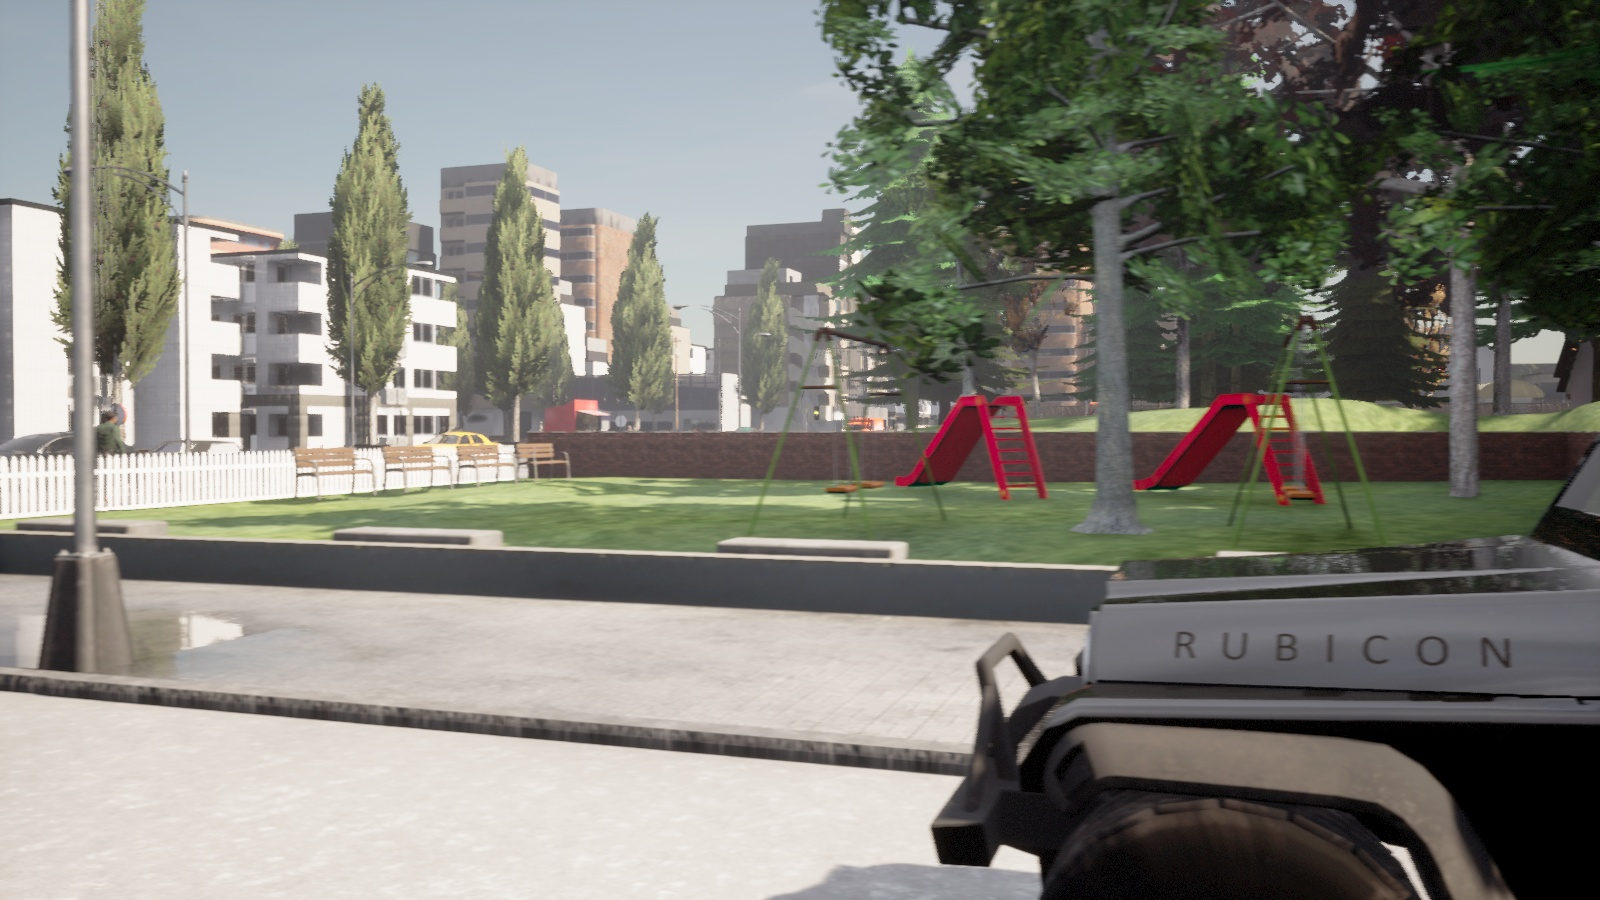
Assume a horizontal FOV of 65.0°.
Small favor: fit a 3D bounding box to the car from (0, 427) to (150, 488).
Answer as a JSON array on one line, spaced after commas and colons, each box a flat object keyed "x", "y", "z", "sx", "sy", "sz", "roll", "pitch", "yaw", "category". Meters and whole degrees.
[{"x": -19.738, "y": 0.142, "z": 32.939, "sx": 1.837, "sy": 1.490, "sz": 4.892, "roll": 1, "pitch": 1, "yaw": 18, "category": "car"}]

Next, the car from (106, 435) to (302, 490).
[{"x": -15.504, "y": 0.265, "z": 32.986, "sx": 1.895, "sy": 1.301, "sz": 4.718, "roll": 1, "pitch": 1, "yaw": 19, "category": "car"}]

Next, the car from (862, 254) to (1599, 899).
[{"x": 2.270, "y": 0.586, "z": 2.953, "sx": 3.866, "sy": 1.878, "sz": 1.905, "roll": 1, "pitch": 1, "yaw": 18, "category": "car"}]

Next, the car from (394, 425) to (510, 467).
[{"x": -13.873, "y": -0.181, "z": 50.393, "sx": 1.801, "sy": 1.575, "sz": 5.366, "roll": 1, "pitch": 1, "yaw": 18, "category": "car"}]

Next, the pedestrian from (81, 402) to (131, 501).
[{"x": -13.762, "y": 0.022, "z": 24.920, "sx": 0.423, "sy": 1.949, "sz": 0.788, "roll": 1, "pitch": 1, "yaw": 19, "category": "pedestrian"}]
